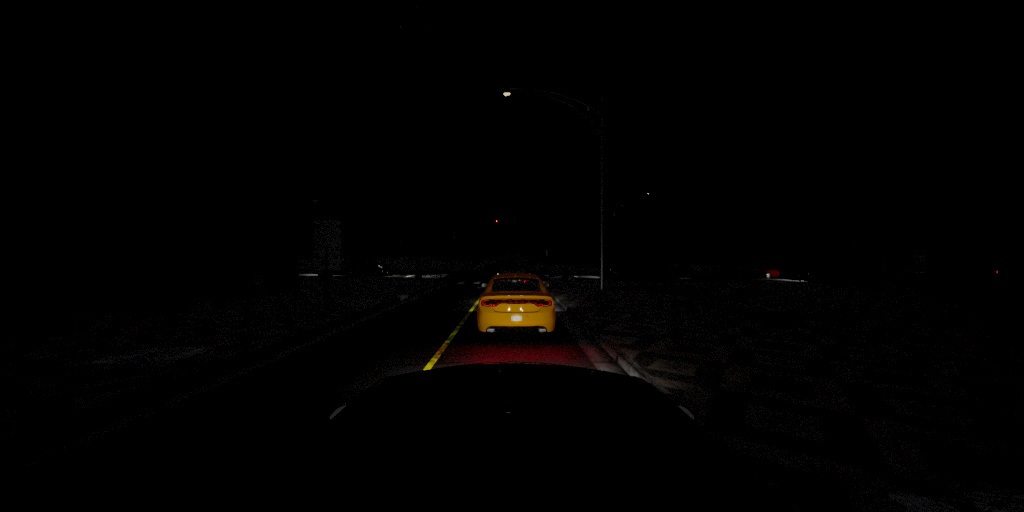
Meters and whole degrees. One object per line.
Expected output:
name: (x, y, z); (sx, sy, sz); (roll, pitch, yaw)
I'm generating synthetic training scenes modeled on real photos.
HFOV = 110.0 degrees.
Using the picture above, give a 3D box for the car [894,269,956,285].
car: (34.717, 1.862, 30.942); (4.507, 1.381, 1.888); (0, 0, 0)

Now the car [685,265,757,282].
car: (17.956, 1.569, 30.954); (4.829, 1.417, 1.751); (0, 0, 0)

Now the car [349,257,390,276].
car: (-13.881, 0.926, 33.594); (4.553, 1.767, 2.097); (1, 0, 1)

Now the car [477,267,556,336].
car: (0.104, 1.227, 10.405); (1.882, 1.535, 5.008); (0, 0, 0)

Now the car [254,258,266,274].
car: (-23.879, 0.928, 33.647); (4.902, 1.511, 2.128); (1, 0, 0)

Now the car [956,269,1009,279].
car: (40.367, 1.994, 30.938); (4.207, 1.307, 1.802); (0, 0, 0)

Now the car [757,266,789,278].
car: (29.087, 1.763, 39.472); (4.507, 1.381, 1.888); (0, 0, 0)

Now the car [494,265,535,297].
car: (0.111, 1.296, 20.232); (2.033, 1.411, 5.357); (0, 0, 0)

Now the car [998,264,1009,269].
car: (48.969, 1.777, 33.591); (5.566, 2.045, 2.150); (1, 0, 0)

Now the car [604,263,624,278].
car: (11.902, 1.454, 36.816); (4.892, 1.490, 1.837); (1, 0, 0)

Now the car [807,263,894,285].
car: (29.073, 1.539, 30.946); (5.009, 1.841, 2.192); (0, 0, 0)

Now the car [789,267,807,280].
car: (31.886, 1.771, 36.793); (4.892, 1.490, 1.837); (1, 0, 0)

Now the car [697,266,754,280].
car: (21.820, 1.704, 36.809); (4.718, 1.301, 1.895); (1, 0, 0)

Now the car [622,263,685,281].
car: (12.144, 1.522, 30.958); (4.313, 1.339, 1.948); (0, 0, 0)

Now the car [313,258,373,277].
car: (-14.764, 1.114, 30.882); (4.403, 1.370, 2.007); (0, 0, 0)
